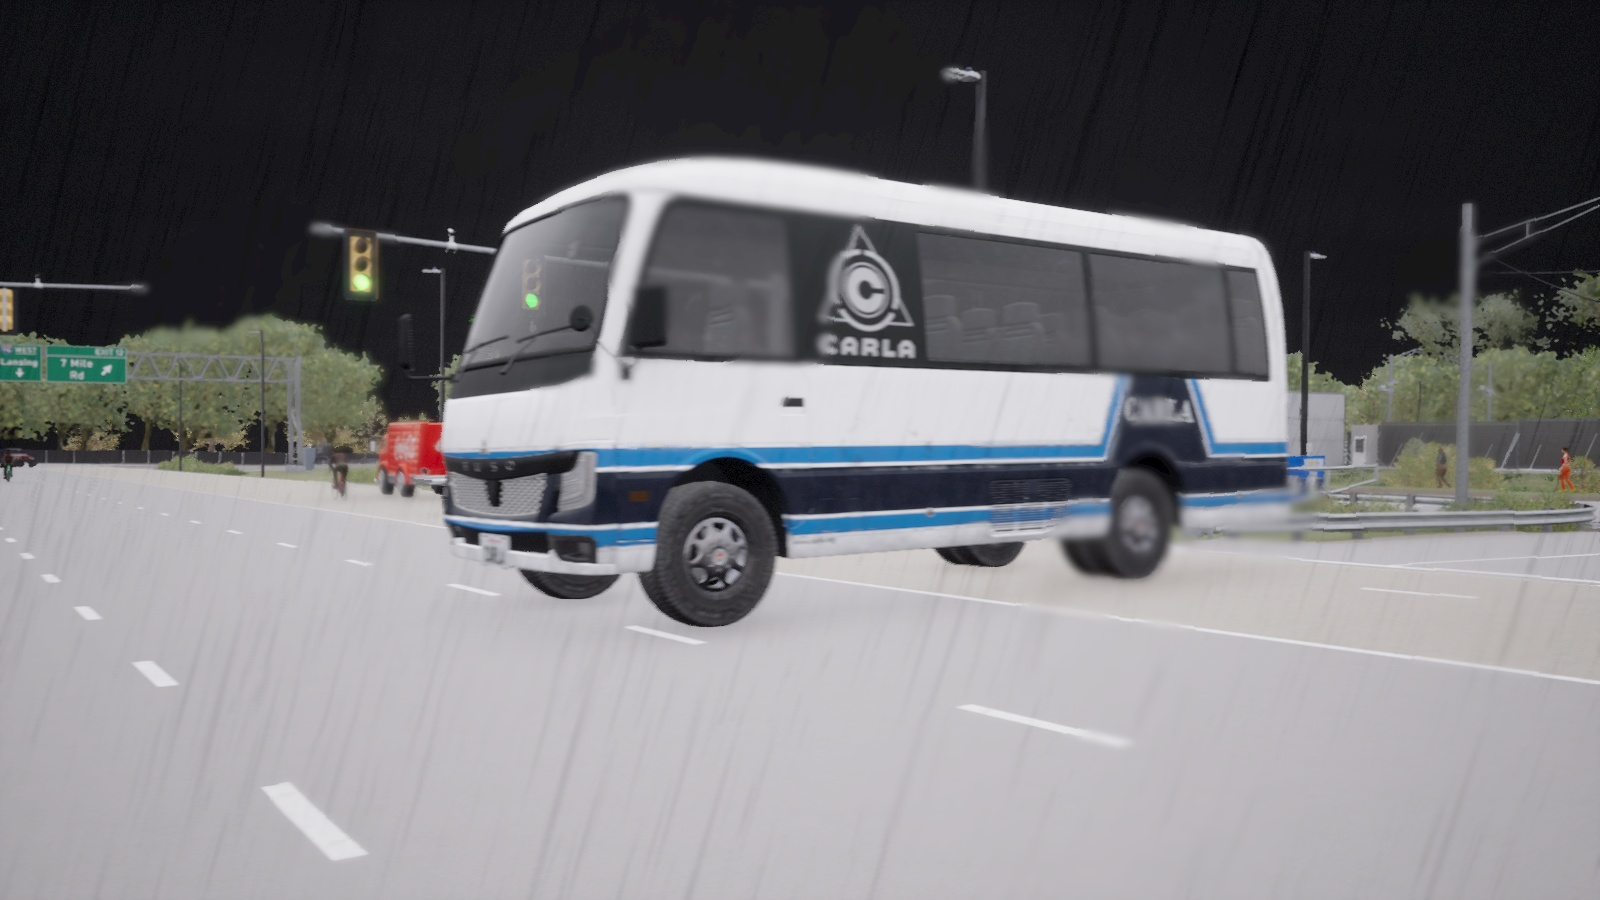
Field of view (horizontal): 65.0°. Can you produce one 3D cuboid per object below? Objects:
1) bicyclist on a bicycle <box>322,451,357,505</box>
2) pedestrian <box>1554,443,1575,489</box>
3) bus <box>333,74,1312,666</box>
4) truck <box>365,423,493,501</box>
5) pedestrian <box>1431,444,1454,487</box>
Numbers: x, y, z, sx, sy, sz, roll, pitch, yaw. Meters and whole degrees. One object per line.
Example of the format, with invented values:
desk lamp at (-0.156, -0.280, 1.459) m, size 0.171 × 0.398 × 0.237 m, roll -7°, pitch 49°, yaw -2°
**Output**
bicyclist on a bicycle at (-14.159, 0.846, 38.604) m, size 0.582 × 1.620 × 1.656 m, roll -1°, pitch 0°, yaw -35°
pedestrian at (30.687, 0.641, 50.386) m, size 0.345 × 1.836 × 0.594 m, roll -1°, pitch 2°, yaw -36°
bus at (0.807, -0.619, 13.648) m, size 10.273 × 4.253 × 3.944 m, roll -1°, pitch 0°, yaw -36°
truck at (-12.647, 0.379, 42.545) m, size 2.627 × 2.467 × 5.204 m, roll -1°, pitch 0°, yaw -35°
pedestrian at (28.133, 0.677, 54.958) m, size 0.540 × 1.848 × 0.694 m, roll -1°, pitch 2°, yaw -34°
